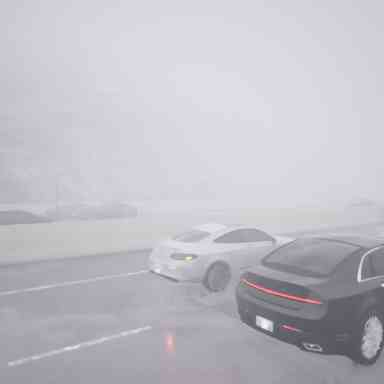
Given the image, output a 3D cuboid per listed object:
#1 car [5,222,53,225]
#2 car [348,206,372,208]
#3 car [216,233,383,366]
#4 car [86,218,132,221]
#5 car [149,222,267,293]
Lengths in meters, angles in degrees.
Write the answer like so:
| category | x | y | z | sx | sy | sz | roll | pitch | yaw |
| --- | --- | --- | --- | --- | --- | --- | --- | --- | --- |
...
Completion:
| category | x | y | z | sx | sy | sz | roll | pitch | yaw |
| --- | --- | --- | --- | --- | --- | --- | --- | --- | --- |
| car | -8.715 | 1.521 | 14.974 | 4.674 | 1.442 | 1.812 | 0 | 0 | -35 |
| car | 21.579 | 1.474 | 42.258 | 5.008 | 1.535 | 1.882 | 0 | 0 | -42 |
| car | 2.939 | 1.504 | 5.841 | 4.892 | 1.490 | 1.837 | 0 | 0 | -35 |
| car | -6.452 | 1.485 | 25.184 | 4.902 | 1.511 | 2.128 | 0 | 0 | -36 |
| car | 1.115 | 1.524 | 8.837 | 4.674 | 1.442 | 1.812 | 0 | 0 | -35 |
